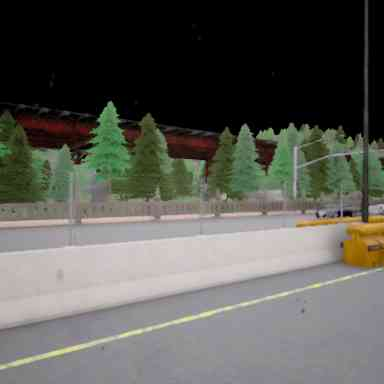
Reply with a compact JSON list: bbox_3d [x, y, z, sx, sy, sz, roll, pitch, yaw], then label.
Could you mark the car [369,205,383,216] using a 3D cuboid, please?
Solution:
[{"bbox_3d":[15.315,1.797,27.736,4.674,1.442,1.812,1,-1,-35],"label":"car"}]
